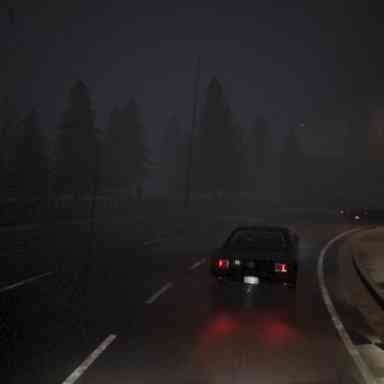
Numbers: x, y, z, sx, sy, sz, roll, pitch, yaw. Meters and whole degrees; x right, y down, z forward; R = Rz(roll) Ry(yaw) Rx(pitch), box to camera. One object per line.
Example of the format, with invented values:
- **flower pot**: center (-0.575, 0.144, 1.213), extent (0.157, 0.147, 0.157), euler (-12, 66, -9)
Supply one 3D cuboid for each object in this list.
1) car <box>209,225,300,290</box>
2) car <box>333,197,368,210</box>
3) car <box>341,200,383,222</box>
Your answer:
- **car**: center (1.960, 1.568, 9.129), extent (1.895, 1.301, 4.718), euler (0, 0, 18)
- **car**: center (19.313, 1.351, 39.819), extent (5.008, 1.535, 1.882), euler (0, 0, -18)
- **car**: center (13.533, 1.523, 25.059), extent (4.718, 1.301, 1.895), euler (0, 0, -38)
